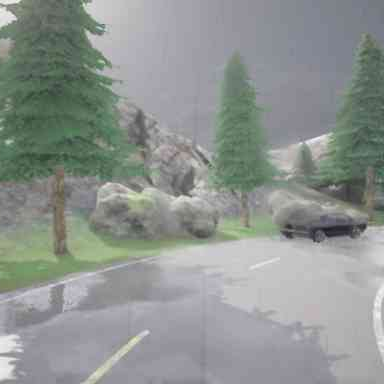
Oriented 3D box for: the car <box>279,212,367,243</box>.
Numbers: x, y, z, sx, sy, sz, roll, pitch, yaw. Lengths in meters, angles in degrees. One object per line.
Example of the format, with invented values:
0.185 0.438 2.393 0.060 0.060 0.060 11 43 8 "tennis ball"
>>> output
6.599 1.709 16.671 4.718 1.301 1.895 0 0 -33 "car"
